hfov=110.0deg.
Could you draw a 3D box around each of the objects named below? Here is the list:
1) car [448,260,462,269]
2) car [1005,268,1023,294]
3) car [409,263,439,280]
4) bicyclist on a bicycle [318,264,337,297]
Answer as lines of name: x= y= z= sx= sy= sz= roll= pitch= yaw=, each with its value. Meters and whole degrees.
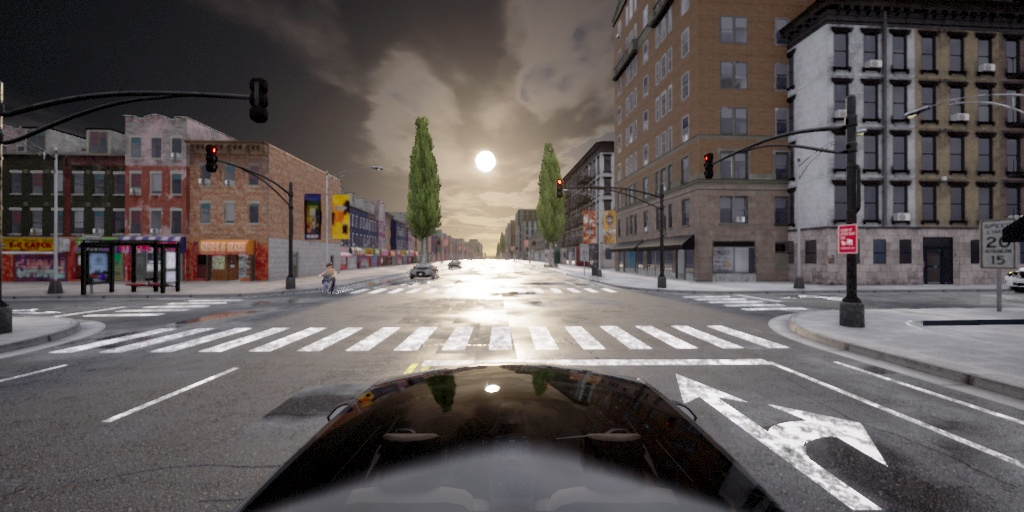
car: x=-9.119 y=1.335 z=57.571 sx=2.033 sy=1.411 sz=5.357 roll=0 pitch=0 yaw=-3
car: x=28.328 y=0.922 z=17.904 sx=5.566 sy=2.045 sz=2.150 roll=0 pitch=0 yaw=-4
car: x=-7.594 y=1.324 z=31.349 sx=1.994 sy=1.385 sz=4.181 roll=0 pitch=0 yaw=-3
bicyclist on a bicycle: x=-9.085 y=1.188 z=17.762 sx=0.866 sy=1.612 sz=1.509 roll=0 pitch=0 yaw=-2
